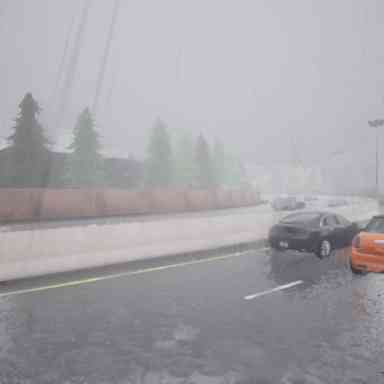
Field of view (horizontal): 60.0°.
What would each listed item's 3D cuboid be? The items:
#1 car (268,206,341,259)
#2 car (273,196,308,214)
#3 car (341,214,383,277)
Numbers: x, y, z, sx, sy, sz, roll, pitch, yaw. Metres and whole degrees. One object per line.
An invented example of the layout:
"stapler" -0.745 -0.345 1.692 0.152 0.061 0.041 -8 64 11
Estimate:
"car" 4.849 1.479 12.566 4.892 1.490 1.837 0 0 -41
"car" 10.383 1.293 34.778 2.097 1.767 4.553 0 0 35
"car" 6.245 1.321 9.152 4.553 1.767 2.097 0 0 -41
